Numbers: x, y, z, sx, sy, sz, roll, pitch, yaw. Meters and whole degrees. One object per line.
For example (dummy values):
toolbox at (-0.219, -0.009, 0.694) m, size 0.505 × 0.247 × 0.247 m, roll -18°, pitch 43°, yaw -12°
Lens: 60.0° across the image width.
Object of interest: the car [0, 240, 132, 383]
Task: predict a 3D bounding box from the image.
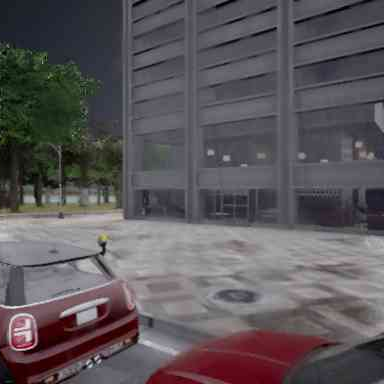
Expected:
car at (-2.785, 1.453, 4.948) m, size 4.097 × 1.590 × 1.967 m, roll 0°, pitch 0°, yaw 35°

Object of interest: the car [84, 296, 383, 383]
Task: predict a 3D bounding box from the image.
car at (1.642, 1.544, 1.791) m, size 4.507 × 1.381 × 1.887 m, roll 0°, pitch 0°, yaw 35°
